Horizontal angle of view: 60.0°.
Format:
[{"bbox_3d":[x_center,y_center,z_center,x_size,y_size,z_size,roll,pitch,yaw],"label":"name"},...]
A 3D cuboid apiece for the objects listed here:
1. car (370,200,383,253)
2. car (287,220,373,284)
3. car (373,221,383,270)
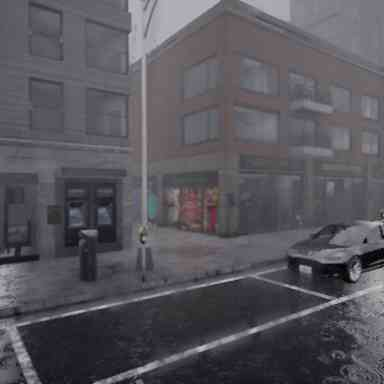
[{"bbox_3d":[9.191,1.232,12.741,5.009,1.841,2.192,0,0,-35],"label":"car"},{"bbox_3d":[4.567,1.514,9.443,4.313,1.339,1.947,0,0,-35],"label":"car"},{"bbox_3d":[6.880,1.164,7.975,5.566,2.045,2.150,0,0,-36],"label":"car"}]
